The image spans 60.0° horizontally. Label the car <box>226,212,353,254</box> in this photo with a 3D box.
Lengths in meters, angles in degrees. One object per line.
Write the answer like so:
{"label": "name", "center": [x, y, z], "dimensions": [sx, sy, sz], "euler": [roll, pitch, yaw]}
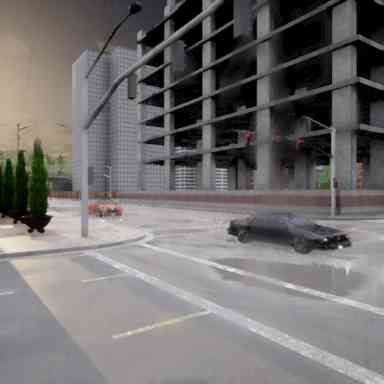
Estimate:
{"label": "car", "center": [3.746, 1.571, 13.969], "dimensions": [2.033, 1.411, 5.357], "euler": [0, 0, -35]}

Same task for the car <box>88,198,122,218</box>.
{"label": "car", "center": [-8.231, 1.406, 31.132], "dimensions": [2.097, 1.767, 4.553], "euler": [0, 0, -35]}
